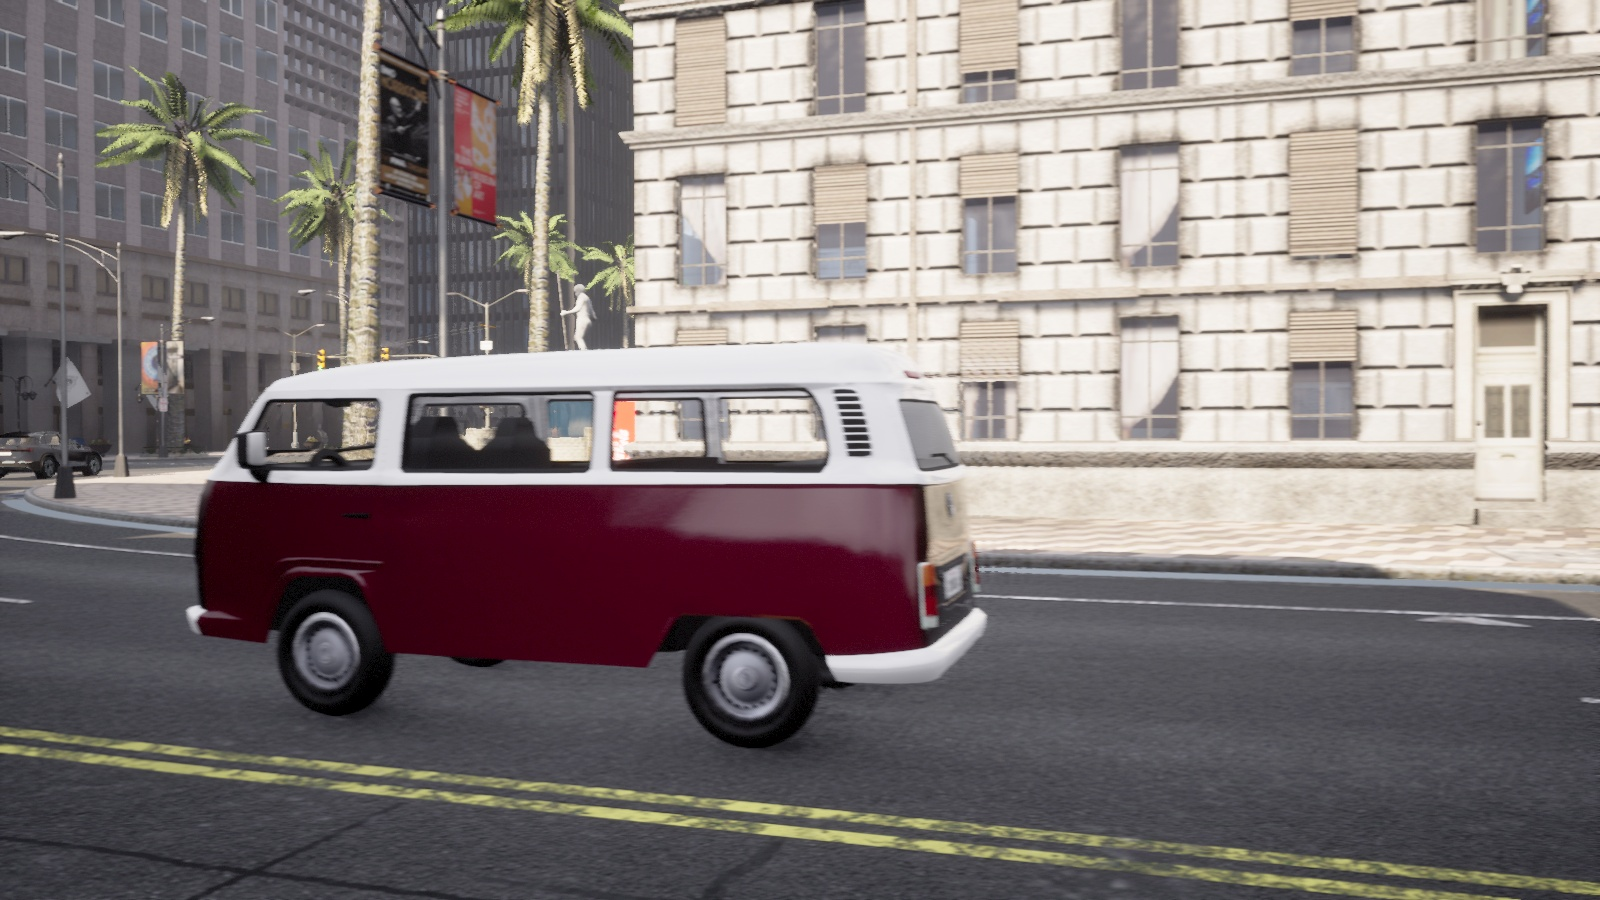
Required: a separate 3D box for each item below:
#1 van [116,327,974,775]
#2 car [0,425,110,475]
[{"bbox_3d":[-1.391,0.427,7.370,4.480,2.038,2.069,1,1,17],"label":"van"},{"bbox_3d":[-26.502,-0.046,44.036,2.033,1.649,4.856,0,1,-1],"label":"car"}]
